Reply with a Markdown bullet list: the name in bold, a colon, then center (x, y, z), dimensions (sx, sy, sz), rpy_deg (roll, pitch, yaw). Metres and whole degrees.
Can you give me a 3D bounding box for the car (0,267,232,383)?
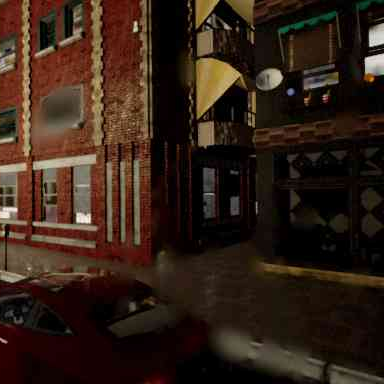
- **car**: center (-1.551, 1.583, 3.959), dimensions (4.206, 1.307, 1.802), rpy_deg (0, -1, 36)
